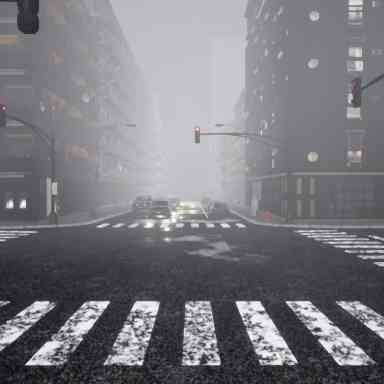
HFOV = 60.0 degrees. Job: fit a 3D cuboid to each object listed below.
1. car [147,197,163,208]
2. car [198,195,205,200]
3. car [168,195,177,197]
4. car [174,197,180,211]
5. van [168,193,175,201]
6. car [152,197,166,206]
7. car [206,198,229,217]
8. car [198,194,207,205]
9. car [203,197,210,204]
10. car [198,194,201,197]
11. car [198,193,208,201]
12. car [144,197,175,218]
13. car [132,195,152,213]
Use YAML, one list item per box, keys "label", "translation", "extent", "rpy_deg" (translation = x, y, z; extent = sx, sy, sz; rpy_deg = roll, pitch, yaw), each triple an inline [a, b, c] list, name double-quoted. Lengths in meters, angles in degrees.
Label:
- label: "car"
  translation: [-5.317, 1.509, 47.968]
  extent: [1.752, 1.417, 4.829]
  rpy_deg: [-1, 0, 0]
- label: "car"
  translation: [2.573, 1.541, 92.395]
  extent: [1.802, 1.307, 4.206]
  rpy_deg: [-1, 0, 0]
- label: "car"
  translation: [-2.764, 1.530, 50.948]
  extent: [2.033, 1.411, 5.357]
  rpy_deg: [0, 0, 1]
- label: "car"
  translation: [-2.831, 1.588, 40.297]
  extent: [1.895, 1.301, 4.718]
  rpy_deg: [0, 0, 0]
- label: "van"
  translation: [-5.311, 1.304, 86.899]
  extent: [1.690, 1.788, 3.998]
  rpy_deg: [-1, 0, 0]
- label: "car"
  translation: [-5.315, 1.564, 53.676]
  extent: [1.802, 1.307, 4.206]
  rpy_deg: [-1, 0, 0]
- label: "car"
  translation: [2.561, 1.573, 31.464]
  extent: [1.802, 1.307, 4.206]
  rpy_deg: [-1, 0, 0]
- label: "car"
  translation: [2.566, 1.524, 59.160]
  extent: [1.887, 1.381, 4.507]
  rpy_deg: [-1, 0, 0]
- label: "car"
  translation: [2.562, 1.539, 37.003]
  extent: [2.008, 1.369, 4.403]
  rpy_deg: [-1, 0, 0]
- label: "car"
  translation: [2.570, 1.552, 75.778]
  extent: [1.802, 1.307, 4.206]
  rpy_deg: [-1, 0, 0]
- label: "car"
  translation: [2.567, 1.282, 81.317]
  extent: [2.192, 1.841, 5.009]
  rpy_deg: [-1, 0, 0]
- label: "car"
  translation: [-2.836, 1.496, 30.197]
  extent: [1.837, 1.490, 4.892]
  rpy_deg: [0, 0, 0]
- label: "car"
  translation: [-5.322, 1.304, 37.064]
  extent: [2.192, 1.841, 5.009]
  rpy_deg: [-1, 0, 0]
